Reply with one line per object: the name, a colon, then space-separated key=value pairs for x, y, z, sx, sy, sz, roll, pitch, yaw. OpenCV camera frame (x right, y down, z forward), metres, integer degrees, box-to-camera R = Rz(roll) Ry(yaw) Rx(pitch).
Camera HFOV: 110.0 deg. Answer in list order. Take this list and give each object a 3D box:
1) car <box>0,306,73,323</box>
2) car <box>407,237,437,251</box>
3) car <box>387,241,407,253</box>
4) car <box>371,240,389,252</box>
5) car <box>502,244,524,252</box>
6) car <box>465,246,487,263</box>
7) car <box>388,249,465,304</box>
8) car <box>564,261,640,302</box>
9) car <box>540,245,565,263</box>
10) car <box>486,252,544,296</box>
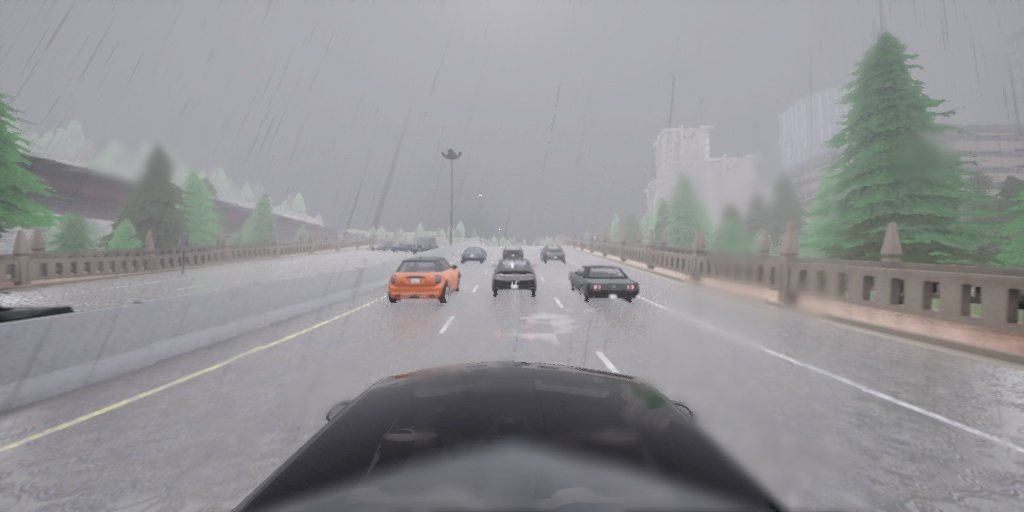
car: x=-10.600 y=1.327 z=5.630 sx=1.895 sy=1.301 sz=4.718 roll=0 pitch=1 yaw=0
car: x=-10.596 y=-1.306 z=43.741 sx=2.150 sy=2.045 sz=5.566 roll=0 pitch=4 yaw=0
car: x=-14.093 y=-1.124 z=46.551 sx=1.895 sy=1.301 sz=4.718 roll=0 pitch=4 yaw=0
car: x=-17.583 y=-1.387 z=48.749 sx=2.128 sy=1.511 sz=4.902 roll=0 pitch=4 yaw=0
car: x=0.097 y=-0.353 z=33.773 sx=1.882 sy=1.535 sz=5.008 roll=0 pitch=4 yaw=0
car: x=-3.403 y=-0.190 z=32.679 sx=1.994 sy=1.385 sz=4.181 roll=0 pitch=4 yaw=0
car: x=-3.402 y=0.791 z=14.731 sx=2.097 sy=1.767 sz=4.553 roll=0 pitch=3 yaw=0
car: x=3.599 y=1.031 z=14.953 sx=1.895 sy=1.301 sz=4.718 roll=0 pitch=3 yaw=0
car: x=3.598 y=-0.225 z=32.145 sx=2.128 sy=1.511 sz=4.902 roll=0 pitch=4 yaw=0
car: x=0.099 y=0.840 z=16.507 sx=2.128 sy=1.511 sz=4.902 roll=0 pitch=3 yaw=0
